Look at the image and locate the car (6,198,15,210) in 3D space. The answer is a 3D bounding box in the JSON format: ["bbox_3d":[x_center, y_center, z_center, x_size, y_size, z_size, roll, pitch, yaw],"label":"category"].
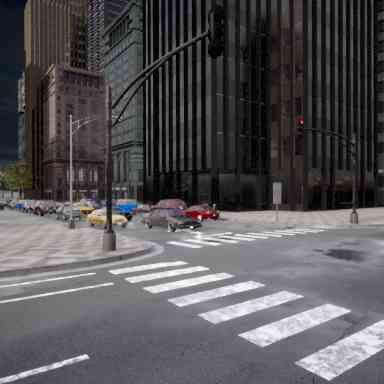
[{"bbox_3d":[-32.015,2.352,60.486,1.967,1.590,4.097,-1,0,-35],"label":"car"}]

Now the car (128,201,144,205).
[{"bbox_3d":[-5.324,2.003,37.774,1.802,1.307,4.206,-1,0,-35],"label":"car"}]

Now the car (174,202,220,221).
[{"bbox_3d":[0.573,1.827,29.484,1.887,1.381,4.507,-1,0,-35],"label":"car"}]

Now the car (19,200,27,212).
[{"bbox_3d":[-23.400,2.155,48.407,1.967,1.590,4.097,-1,0,-35],"label":"car"}]

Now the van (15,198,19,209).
[{"bbox_3d":[-26.239,2.121,52.385,1.690,1.788,3.998,-1,0,-35],"label":"van"}]

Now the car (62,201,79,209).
[{"bbox_3d":[-22.762,2.405,62.199,1.802,1.307,4.206,-1,0,-35],"label":"car"}]

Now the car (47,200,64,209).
[{"bbox_3d":[-25.028,2.315,60.795,1.882,1.535,5.008,0,-1,-35],"label":"car"}]

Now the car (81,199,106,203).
[{"bbox_3d":[-13.517,1.923,44.666,2.097,1.767,4.553,0,-1,-35],"label":"car"}]

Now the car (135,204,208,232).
[{"bbox_3d":[-1.565,1.793,22.397,2.033,1.411,5.357,0,-1,-36],"label":"car"}]

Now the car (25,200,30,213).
[{"bbox_3d":[-20.561,2.195,44.430,1.887,1.381,4.507,-1,0,-35],"label":"car"}]

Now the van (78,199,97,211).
[{"bbox_3d":[-17.126,2.036,54.354,1.690,1.788,3.998,-1,0,-35],"label":"van"}]

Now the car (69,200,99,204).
[{"bbox_3d":[-12.801,1.987,38.168,1.882,1.535,5.008,0,-1,-35],"label":"car"}]

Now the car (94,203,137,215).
[{"bbox_3d":[-7.133,1.978,30.204,1.895,1.301,4.718,0,-1,-36],"label":"car"}]

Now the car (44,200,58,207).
[{"bbox_3d":[-31.824,2.593,74.905,1.947,1.339,4.313,-1,0,-35],"label":"car"}]

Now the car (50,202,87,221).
[{"bbox_3d":[-12.049,2.003,32.496,2.008,1.369,4.403,-1,0,-35],"label":"car"}]

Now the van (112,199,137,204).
[{"bbox_3d":[-8.279,1.831,41.919,1.690,1.788,3.998,-1,0,-35],"label":"van"}]

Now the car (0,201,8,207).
[{"bbox_3d":[-44.502,2.769,77.998,1.802,1.307,4.206,-1,0,-35],"label":"car"}]

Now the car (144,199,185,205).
[{"bbox_3d":[-2.381,1.667,33.629,2.192,1.841,5.009,-1,0,-35],"label":"car"}]

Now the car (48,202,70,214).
[{"bbox_3d":[-18.652,2.171,46.433,1.812,1.442,4.674,0,-1,-35],"label":"car"}]

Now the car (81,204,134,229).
[{"bbox_3d":[-6.277,1.842,24.403,1.752,1.417,4.829,-1,0,-35],"label":"car"}]

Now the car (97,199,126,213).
[{"bbox_3d":[-11.228,1.874,46.064,2.192,1.841,5.009,-1,0,-35],"label":"car"}]

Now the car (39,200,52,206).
[{"bbox_3d":[-34.846,2.658,79.141,1.947,1.339,4.313,-1,0,-35],"label":"car"}]

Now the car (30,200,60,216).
[{"bbox_3d":[-17.729,1.899,40.452,2.192,1.841,5.009,-1,0,-35],"label":"car"}]

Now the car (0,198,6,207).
[{"bbox_3d":[-41.381,2.665,73.620,1.887,1.381,4.507,-1,0,-35],"label":"car"}]
